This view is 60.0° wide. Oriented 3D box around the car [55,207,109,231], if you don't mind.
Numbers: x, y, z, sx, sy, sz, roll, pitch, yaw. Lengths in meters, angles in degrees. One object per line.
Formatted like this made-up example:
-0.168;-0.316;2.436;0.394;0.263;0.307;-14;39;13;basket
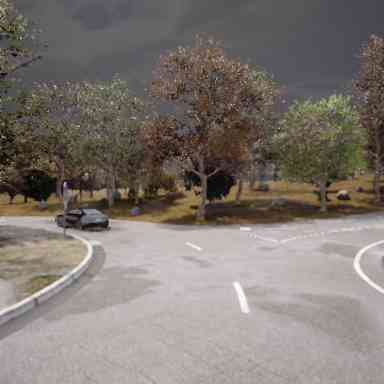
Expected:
-7.438;1.714;22.344;4.181;1.385;1.994;0;0;41;car
